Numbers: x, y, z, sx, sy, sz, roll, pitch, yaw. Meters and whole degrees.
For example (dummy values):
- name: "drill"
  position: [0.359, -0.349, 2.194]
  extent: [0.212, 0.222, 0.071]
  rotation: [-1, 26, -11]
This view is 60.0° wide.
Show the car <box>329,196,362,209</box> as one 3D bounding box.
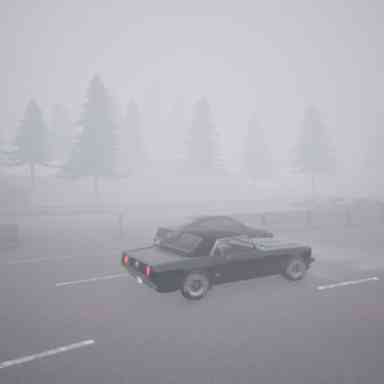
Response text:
- name: "car"
  position: [17.762, 1.283, 35.760]
  extent: [5.357, 1.411, 2.033]
  rotation: [-1, 0, -24]

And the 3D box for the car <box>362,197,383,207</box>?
- name: "car"
  position: [19.631, 1.217, 32.764]
  extent: [4.902, 1.511, 2.128]
  rotation: [-1, 0, -24]

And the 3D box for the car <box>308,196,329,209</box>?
- name: "car"
  position: [16.415, 1.241, 38.991]
  extent: [4.892, 1.490, 1.837]
  rotation: [-1, 0, -24]

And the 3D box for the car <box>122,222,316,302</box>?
- name: "car"
  position: [0.814, 1.596, 8.233]
  extent: [4.718, 1.301, 1.895]
  rotation: [0, 0, -30]

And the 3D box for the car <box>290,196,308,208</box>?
- name: "car"
  position: [14.692, 1.220, 42.052]
  extent: [5.008, 1.535, 1.882]
  rotation: [-1, 0, -24]

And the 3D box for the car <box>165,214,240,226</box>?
- name: "car"
  position: [0.901, 1.523, 12.243]
  extent: [4.674, 1.442, 1.812]
  rotation: [0, 0, -28]
